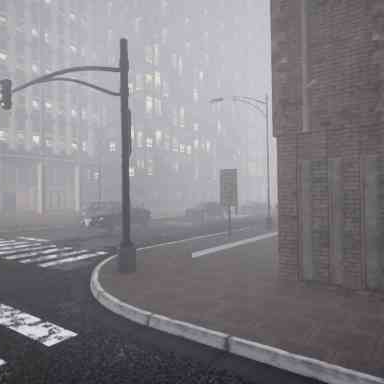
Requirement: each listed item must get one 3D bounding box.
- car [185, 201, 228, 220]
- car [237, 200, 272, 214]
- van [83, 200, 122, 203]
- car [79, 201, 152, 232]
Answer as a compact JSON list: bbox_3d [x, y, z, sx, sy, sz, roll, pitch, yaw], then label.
[{"bbox_3d":[1.318,1.563,29.206,1.882,1.535,5.008,-1,-1,36],"label":"car"},{"bbox_3d":[7.273,1.707,37.494,1.895,1.301,4.718,-1,-1,36],"label":"car"},{"bbox_3d":[-5.985,1.460,23.474,1.690,1.788,3.998,-2,-1,36],"label":"van"},{"bbox_3d":[-4.609,1.558,20.959,2.128,1.511,4.902,-1,-1,34],"label":"car"}]
